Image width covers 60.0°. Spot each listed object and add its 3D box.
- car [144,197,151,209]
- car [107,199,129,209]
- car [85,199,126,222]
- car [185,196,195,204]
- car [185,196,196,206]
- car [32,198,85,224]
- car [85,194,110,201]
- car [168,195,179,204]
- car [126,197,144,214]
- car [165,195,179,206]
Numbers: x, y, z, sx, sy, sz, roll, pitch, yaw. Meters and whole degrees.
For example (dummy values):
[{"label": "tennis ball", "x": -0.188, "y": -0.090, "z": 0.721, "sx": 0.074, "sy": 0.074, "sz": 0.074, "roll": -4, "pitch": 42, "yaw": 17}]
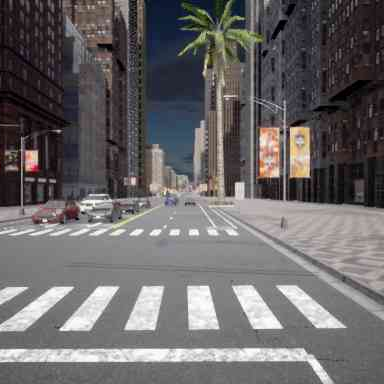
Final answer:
[{"label": "car", "x": -6.850, "y": 1.513, "z": 46.161, "sx": 2.128, "sy": 1.511, "sz": 4.902, "roll": 0, "pitch": 0, "yaw": 0}, {"label": "car", "x": -10.097, "y": 1.622, "z": 45.764, "sx": 1.895, "sy": 1.301, "sz": 4.718, "roll": 0, "pitch": 0, "yaw": 0}, {"label": "car", "x": -6.741, "y": 1.531, "z": 26.194, "sx": 1.812, "sy": 1.442, "sz": 4.674, "roll": 0, "pitch": 0, "yaw": 0}, {"label": "car", "x": -0.378, "y": 1.539, "z": 66.561, "sx": 1.882, "sy": 1.535, "sz": 5.008, "roll": 0, "pitch": 0, "yaw": 0}, {"label": "car", "x": -0.319, "y": 1.586, "z": 56.139, "sx": 2.033, "sy": 1.411, "sz": 5.357, "roll": 0, "pitch": 0, "yaw": 0}, {"label": "car", "x": -9.986, "y": 1.357, "z": 24.785, "sx": 2.097, "sy": 1.767, "sz": 4.553, "roll": 0, "pitch": 0, "yaw": 0}, {"label": "car", "x": -10.047, "y": 1.233, "z": 35.188, "sx": 2.150, "sy": 2.045, "sz": 5.566, "roll": 0, "pitch": 0, "yaw": 0}, {"label": "car", "x": -3.628, "y": 1.413, "z": 66.513, "sx": 2.097, "sy": 1.767, "sz": 4.553, "roll": 0, "pitch": 0, "yaw": 0}, {"label": "car", "x": -6.800, "y": 1.558, "z": 35.865, "sx": 2.033, "sy": 1.411, "sz": 5.357, "roll": 0, "pitch": 0, "yaw": 0}, {"label": "car", "x": -3.571, "y": 1.565, "z": 56.537, "sx": 1.812, "sy": 1.442, "sz": 4.674, "roll": 0, "pitch": 0, "yaw": 0}]
